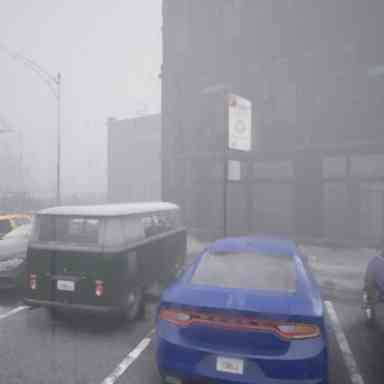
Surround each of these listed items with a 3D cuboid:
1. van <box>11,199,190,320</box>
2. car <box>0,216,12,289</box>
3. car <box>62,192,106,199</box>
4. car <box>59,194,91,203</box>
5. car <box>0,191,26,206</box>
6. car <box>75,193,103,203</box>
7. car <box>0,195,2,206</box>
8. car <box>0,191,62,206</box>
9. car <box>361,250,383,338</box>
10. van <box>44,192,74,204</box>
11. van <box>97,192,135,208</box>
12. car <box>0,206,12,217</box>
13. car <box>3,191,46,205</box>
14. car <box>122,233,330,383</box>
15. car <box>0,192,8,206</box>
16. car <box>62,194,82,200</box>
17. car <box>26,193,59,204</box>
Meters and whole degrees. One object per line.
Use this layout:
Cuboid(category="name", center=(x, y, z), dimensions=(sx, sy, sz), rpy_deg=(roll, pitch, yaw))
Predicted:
Cuboid(category="van", center=(-1.399, 1.225, 7.306), dimensions=(1.878, 1.987, 4.442), rpy_deg=(0, -1, 15))
Cuboid(category="car", center=(-3.870, 1.469, 8.936), dimensions=(2.002, 1.452, 4.674), rpy_deg=(1, 0, 15))
Cuboid(category="car", center=(-13.470, 1.017, 38.925), dimensions=(5.566, 2.045, 2.435), rpy_deg=(1, 1, 14))
Cuboid(category="car", center=(-20.638, 1.162, 58.576), dimensions=(4.892, 1.521, 2.231), rpy_deg=(0, -1, 14))
Cuboid(category="car", center=(-27.423, 0.906, 48.547), dimensions=(5.566, 2.045, 2.435), rpy_deg=(0, 0, 14))
Cuboid(category="car", center=(-18.912, 1.036, 61.055), dimensions=(4.553, 1.767, 2.185), rpy_deg=(0, 0, 14))
Cuboid(category="car", center=(-29.112, 1.186, 46.038), dimensions=(4.792, 1.488, 2.163), rpy_deg=(0, 0, 14))
Cuboid(category="car", center=(-16.724, 1.016, 34.022), dimensions=(5.566, 2.045, 2.435), rpy_deg=(1, 0, 14))
Cuboid(category="car", center=(3.479, 1.366, 3.729), dimensions=(2.185, 1.767, 4.553), rpy_deg=(1, 0, 15))
Cuboid(category="van", center=(-22.439, 0.935, 56.091), dimensions=(4.442, 1.987, 1.878), rpy_deg=(0, 0, 14))
Cuboid(category="van", center=(-10.017, 1.048, 43.805), dimensions=(4.442, 1.987, 1.878), rpy_deg=(1, 0, 14))
Cuboid(category="car", center=(-6.371, 1.403, 10.494), dimensions=(1.946, 1.575, 5.366), rpy_deg=(1, 0, 15))
Cuboid(category="car", center=(-25.678, 0.907, 51.061), dimensions=(5.566, 2.045, 2.435), rpy_deg=(0, -1, 14))
Cuboid(category="car", center=(1.010, 1.470, 5.441), dimensions=(2.097, 1.535, 5.008), rpy_deg=(0, -1, 16))
Cuboid(category="car", center=(-11.223, 1.116, 14.183), dimensions=(2.435, 2.045, 5.566), rpy_deg=(0, 0, 15))
Cuboid(category="car", center=(-15.128, 1.297, 36.464), dimensions=(4.792, 1.488, 2.163), rpy_deg=(1, 1, 14))
Cuboid(category="car", center=(-24.045, 1.034, 53.576), dimensions=(4.553, 1.767, 2.185), rpy_deg=(0, -1, 14))
